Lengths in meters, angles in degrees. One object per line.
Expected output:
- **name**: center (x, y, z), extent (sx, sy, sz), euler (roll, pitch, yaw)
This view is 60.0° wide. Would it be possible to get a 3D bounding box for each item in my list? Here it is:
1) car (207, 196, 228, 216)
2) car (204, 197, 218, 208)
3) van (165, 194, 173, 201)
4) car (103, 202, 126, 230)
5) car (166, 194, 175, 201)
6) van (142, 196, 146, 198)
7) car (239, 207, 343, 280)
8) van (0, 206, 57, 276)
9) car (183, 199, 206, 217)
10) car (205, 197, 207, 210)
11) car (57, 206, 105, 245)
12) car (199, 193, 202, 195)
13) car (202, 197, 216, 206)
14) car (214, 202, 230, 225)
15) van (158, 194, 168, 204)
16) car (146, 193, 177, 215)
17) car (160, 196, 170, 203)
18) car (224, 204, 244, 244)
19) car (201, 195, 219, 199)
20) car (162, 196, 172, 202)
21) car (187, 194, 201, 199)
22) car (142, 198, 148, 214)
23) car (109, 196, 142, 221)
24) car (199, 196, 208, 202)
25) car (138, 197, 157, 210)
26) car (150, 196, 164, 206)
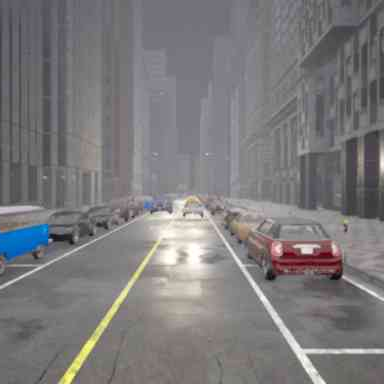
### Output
- **car**: center (2.759, 1.433, 32.464), extent (1.967, 1.590, 4.097), euler (0, 0, 0)
- **car**: center (2.760, 1.535, 49.373), extent (1.887, 1.381, 4.507), euler (0, 0, 0)
- **van**: center (-5.767, 1.330, 83.184), extent (1.690, 1.788, 3.998), euler (0, 0, 0)
- **car**: center (-5.765, 1.561, 21.181), extent (1.947, 1.339, 4.313), euler (0, 0, 0)
- **car**: center (-5.767, 1.431, 88.820), extent (1.967, 1.590, 4.097), euler (0, 0, 0)
- **van**: center (-5.766, 1.333, 38.091), extent (1.690, 1.788, 3.998), euler (0, 0, 0)
- **car**: center (2.760, 1.438, 9.919), extent (1.967, 1.590, 4.097), euler (0, 0, 0)
- **van**: center (-5.766, 1.339, 9.907), extent (1.690, 1.788, 3.998), euler (0, 0, 0)
- **car**: center (0.099, 1.594, 31.326), extent (1.895, 1.301, 4.718), euler (0, 0, 0)
- **car**: center (2.760, 1.558, 38.100), extent (1.947, 1.339, 4.313), euler (0, 0, 0)
- **car**: center (-5.765, 1.562, 15.544), extent (1.947, 1.339, 4.313), euler (0, 0, 0)
- **car**: center (2.759, 1.428, 66.281), extent (1.967, 1.590, 4.097), euler (0, 0, 0)
- **car**: center (2.760, 1.555, 55.010), extent (1.947, 1.339, 4.313), euler (0, 0, 0)
- **car**: center (2.760, 1.546, 21.192), extent (2.008, 1.369, 4.403), euler (0, 0, 0)
- **van**: center (-5.766, 1.329, 66.274), extent (1.690, 1.788, 3.998), euler (0, 0, 0)
- **car**: center (-3.096, 1.212, 34.671), extent (2.150, 2.045, 5.566), euler (0, 0, 0)
- **car**: center (-5.766, 1.513, 71.741), extent (1.752, 1.417, 4.829), euler (0, 0, 0)
- **car**: center (2.760, 1.522, 15.725), extent (1.752, 1.417, 4.829), euler (0, 0, 0)
- **car**: center (2.759, 1.306, 43.737), extent (2.192, 1.841, 5.009), euler (0, 0, 0)
- **car**: center (-5.766, 1.539, 77.547), extent (2.008, 1.369, 4.403), euler (0, 0, 0)
- **car**: center (0.016, 1.468, 48.015), extent (1.882, 1.535, 5.008), euler (0, 0, 0)
- **car**: center (-5.765, 1.538, 32.454), extent (1.887, 1.381, 4.507), euler (0, 0, 0)
- **car**: center (-5.766, 1.309, 26.817), extent (2.192, 1.841, 5.009), euler (0, 0, 0)
- **car**: center (2.759, 1.554, 77.554), extent (1.947, 1.339, 4.313), euler (0, 0, 0)
- **car**: center (-5.766, 1.431, 43.728), extent (1.967, 1.590, 4.097), euler (0, 0, 0)
- **car**: center (-5.766, 1.429, 55.001), extent (1.967, 1.590, 4.097), euler (0, 0, 0)
